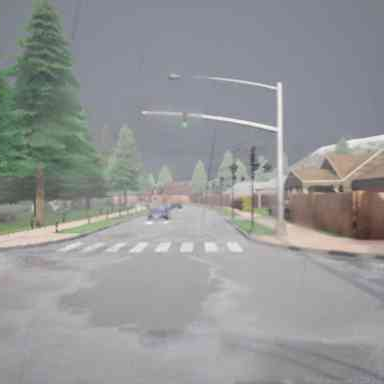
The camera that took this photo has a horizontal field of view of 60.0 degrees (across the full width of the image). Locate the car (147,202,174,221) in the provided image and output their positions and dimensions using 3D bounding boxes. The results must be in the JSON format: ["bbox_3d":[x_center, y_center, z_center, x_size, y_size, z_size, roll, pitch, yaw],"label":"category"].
[{"bbox_3d":[-3.078,1.938,31.648,1.812,1.442,4.674,0,-1,1],"label":"car"}]

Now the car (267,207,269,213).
[{"bbox_3d":[9.381,1.508,32.533,3.866,1.878,1.905,0,-1,1],"label":"car"}]

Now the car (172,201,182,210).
[{"bbox_3d":[-2.719,2.216,56.711,2.033,1.411,5.357,0,-1,-7],"label":"car"}]

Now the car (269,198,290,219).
[{"bbox_3d":[9.727,1.471,30.013,4.605,1.855,1.932,0,-1,1],"label":"car"}]
